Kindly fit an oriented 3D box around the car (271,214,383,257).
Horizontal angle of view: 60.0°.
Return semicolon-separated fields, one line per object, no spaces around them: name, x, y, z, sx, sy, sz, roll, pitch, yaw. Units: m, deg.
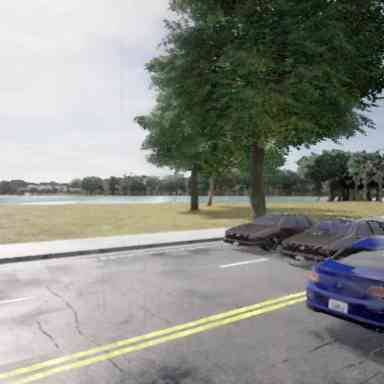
car;5.421;1.614;11.552;5.357;1.411;2.033;0;0;-36

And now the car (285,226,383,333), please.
car;4.080;1.566;6.357;4.674;1.442;1.812;0;0;-36

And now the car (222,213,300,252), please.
car;3.870;1.616;14.438;5.357;1.411;2.033;0;0;-36
